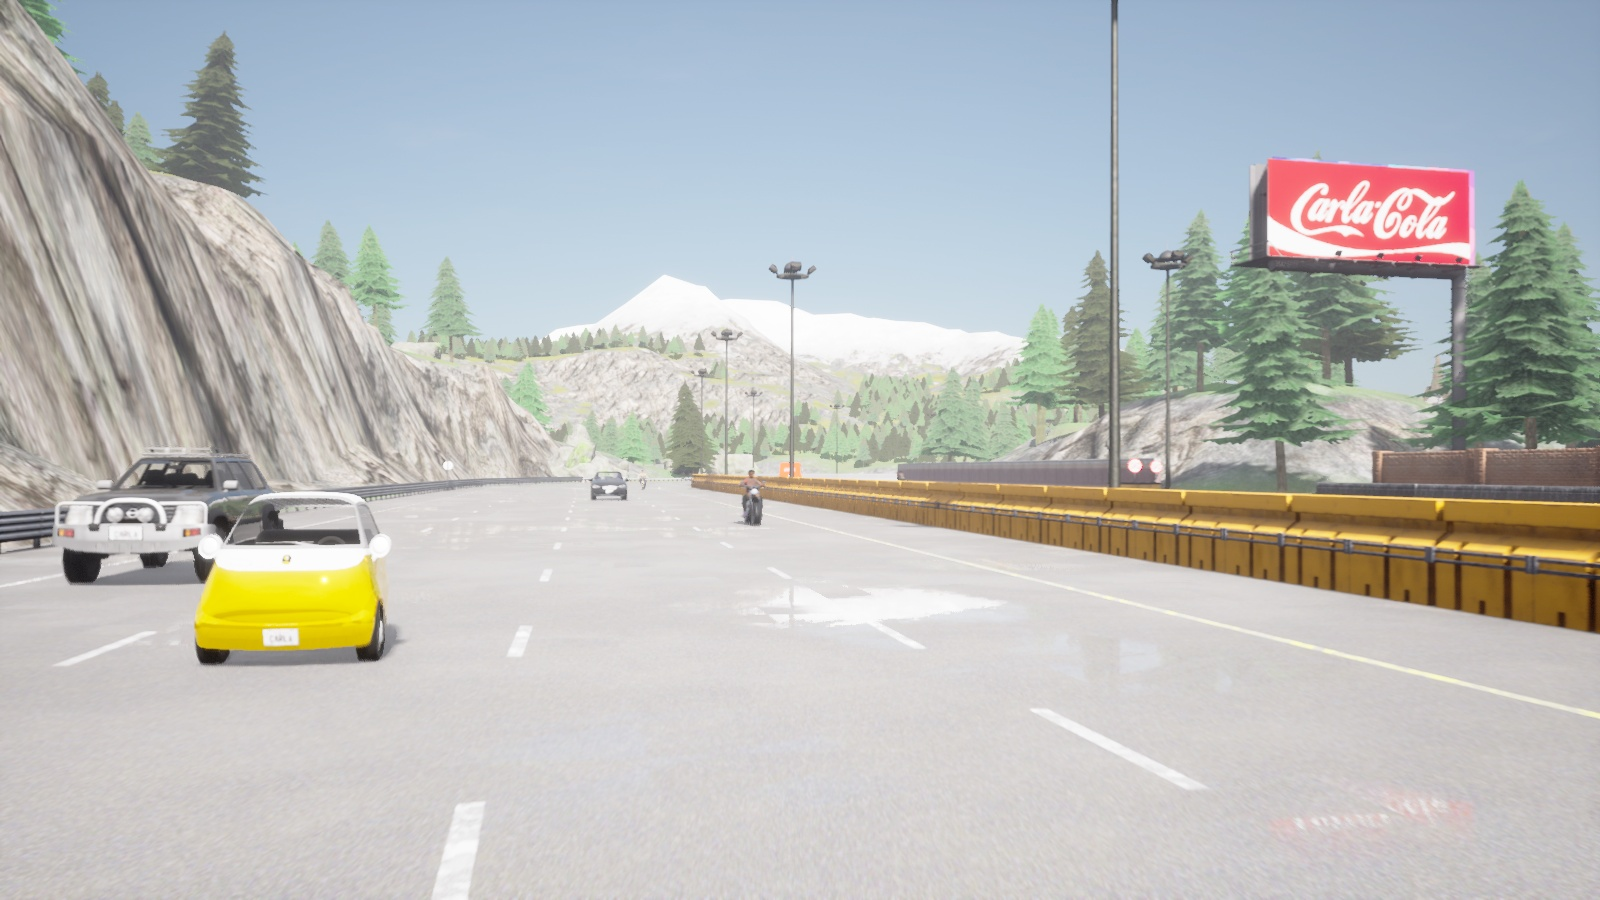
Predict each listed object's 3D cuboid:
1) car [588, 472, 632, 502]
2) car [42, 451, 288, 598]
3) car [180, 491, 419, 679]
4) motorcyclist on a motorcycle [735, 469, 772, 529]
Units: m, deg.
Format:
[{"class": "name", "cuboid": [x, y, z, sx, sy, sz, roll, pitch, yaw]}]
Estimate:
[{"class": "car", "cuboid": [-9.915, 1.903, 65.286, 2.128, 1.511, 4.902, 0, -1, -10]}, {"class": "car", "cuboid": [-9.020, 0.974, 18.315, 1.932, 1.855, 4.605, 0, -1, -10]}, {"class": "car", "cuboid": [-4.192, 1.069, 10.803, 1.481, 1.376, 2.207, 0, -1, -10]}, {"class": "motorcyclist on a motorcycle", "cuboid": [-1.340, 1.370, 35.841, 0.766, 1.649, 2.350, 0, -1, -10]}]
